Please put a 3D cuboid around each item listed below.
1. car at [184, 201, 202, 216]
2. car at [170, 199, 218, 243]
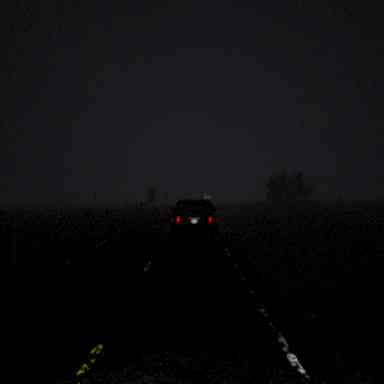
[{"bbox_3d":[0.083,1.751,36.817,1.882,1.535,5.008,0,-1,0],"label":"car"},{"bbox_3d":[0.094,1.343,16.835,2.150,2.045,5.566,0,0,0],"label":"car"}]
